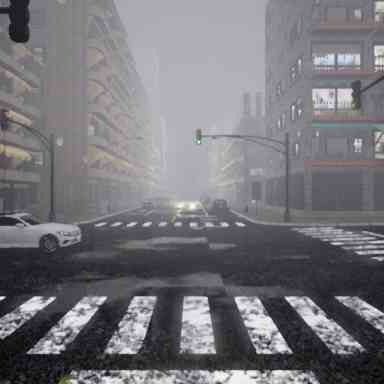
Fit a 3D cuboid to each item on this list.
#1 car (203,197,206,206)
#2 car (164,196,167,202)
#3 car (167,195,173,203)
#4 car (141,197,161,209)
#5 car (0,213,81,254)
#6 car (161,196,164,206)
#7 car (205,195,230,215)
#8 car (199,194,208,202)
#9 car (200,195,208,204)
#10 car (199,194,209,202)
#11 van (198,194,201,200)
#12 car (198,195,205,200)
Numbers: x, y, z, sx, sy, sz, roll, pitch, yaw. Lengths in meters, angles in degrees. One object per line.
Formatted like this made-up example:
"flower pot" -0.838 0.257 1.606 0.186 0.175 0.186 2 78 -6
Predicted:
"car" 2.682 1.546 38.857 2.008 1.369 4.403 0 0 0
"car" -5.702 1.561 55.460 1.947 1.339 4.313 0 0 0
"car" -5.707 1.545 72.061 1.887 1.381 4.507 0 0 0
"car" -5.700 1.546 44.390 2.008 1.369 4.403 0 0 0
"car" -6.757 1.538 12.943 4.674 1.442 1.812 -1 0 0
"car" -5.701 1.577 49.925 1.802 1.307 4.206 0 0 0
"car" 2.684 1.435 33.323 1.967 1.590 4.097 0 0 0
"car" 2.677 1.579 60.995 1.802 1.307 4.206 0 0 0
"car" 2.678 1.578 55.461 1.802 1.307 4.206 0 0 0
"car" 2.673 1.318 77.597 2.192 1.841 5.009 0 0 0
"van" 2.676 1.339 66.529 1.690 1.788 3.998 0 0 0
"car" 2.668 1.555 94.200 1.887 1.381 4.507 0 0 0
